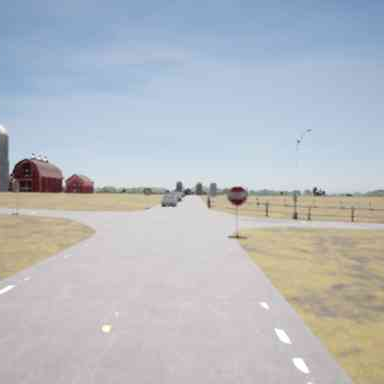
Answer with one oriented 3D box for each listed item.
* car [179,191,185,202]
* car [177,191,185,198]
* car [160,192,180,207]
[{"bbox_3d":[-2.733,0.700,55.190,2.097,1.767,4.553,0,0,0],"label":"car"},{"bbox_3d":[-2.725,0.575,81.208,1.882,1.535,5.008,0,0,0],"label":"car"},{"bbox_3d":[-2.738,1.106,40.254,1.837,1.490,4.892,0,2,0],"label":"car"}]
